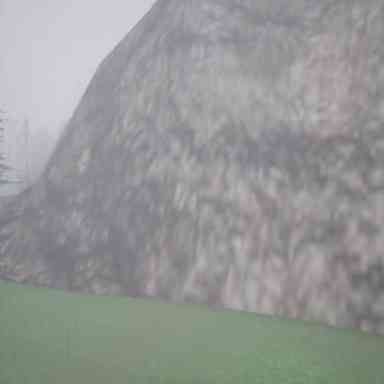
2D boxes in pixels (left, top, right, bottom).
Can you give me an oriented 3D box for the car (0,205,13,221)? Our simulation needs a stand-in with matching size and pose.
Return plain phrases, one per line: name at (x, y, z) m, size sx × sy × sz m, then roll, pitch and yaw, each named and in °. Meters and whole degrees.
car at (-16.900, 1.696, 26.630) m, size 1.837 × 1.490 × 4.892 m, roll -1°, pitch 0°, yaw 27°
